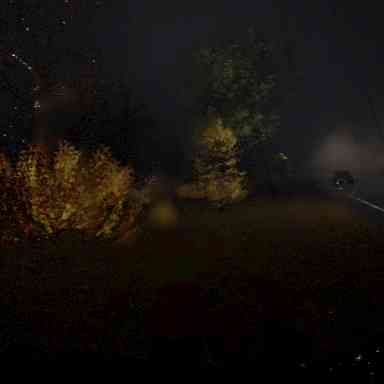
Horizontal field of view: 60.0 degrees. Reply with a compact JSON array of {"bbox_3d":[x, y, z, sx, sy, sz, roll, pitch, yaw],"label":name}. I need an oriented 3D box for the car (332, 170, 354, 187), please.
[{"bbox_3d":[20.157,-1.823,44.578,2.150,2.045,5.566,-4,2,18],"label":"car"}]
